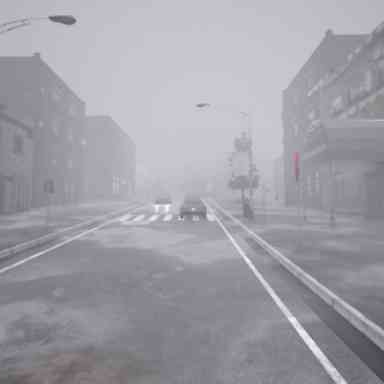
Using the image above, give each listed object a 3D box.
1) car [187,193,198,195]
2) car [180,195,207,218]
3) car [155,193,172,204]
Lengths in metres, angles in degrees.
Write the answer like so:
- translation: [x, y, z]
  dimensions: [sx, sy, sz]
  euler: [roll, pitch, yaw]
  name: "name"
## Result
- translation: [0.076, 0.790, 42.412]
  dimensions: [1.994, 1.385, 4.181]
  euler: [0, 1, 0]
  name: "car"
- translation: [0.085, 1.153, 25.487]
  dimensions: [1.994, 1.385, 4.181]
  euler: [0, 1, 0]
  name: "car"
- translation: [-3.525, 0.825, 41.801]
  dimensions: [1.994, 1.385, 4.181]
  euler: [0, 1, 0]
  name: "car"
